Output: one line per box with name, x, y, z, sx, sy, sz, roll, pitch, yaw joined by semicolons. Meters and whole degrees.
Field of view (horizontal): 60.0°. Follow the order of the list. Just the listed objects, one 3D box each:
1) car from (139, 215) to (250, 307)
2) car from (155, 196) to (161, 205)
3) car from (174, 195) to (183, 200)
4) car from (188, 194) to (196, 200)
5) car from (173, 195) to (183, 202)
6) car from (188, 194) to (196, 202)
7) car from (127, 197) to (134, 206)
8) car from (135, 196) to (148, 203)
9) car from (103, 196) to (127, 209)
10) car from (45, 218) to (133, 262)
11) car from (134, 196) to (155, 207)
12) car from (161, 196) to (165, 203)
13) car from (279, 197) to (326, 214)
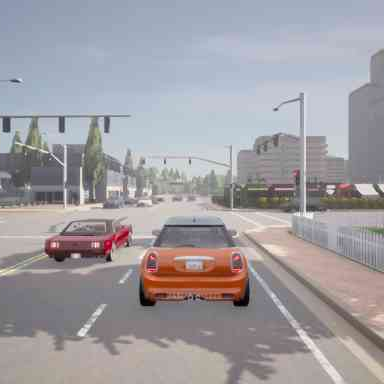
car;0.059;1.352;8.167;2.097;1.767;4.553;0;0;0
car;-7.107;1.502;59.328;1.837;1.490;4.892;0;1;0
car;-3.552;1.425;87.774;1.994;1.385;4.181;0;0;0
car;-0.052;1.398;87.778;2.128;1.511;4.902;0;0;0
car;-3.546;1.513;77.820;1.812;1.442;4.674;0;0;0
car;-0.046;1.531;77.503;2.033;1.411;5.357;0;0;0
car;-10.618;1.564;55.920;1.994;1.385;4.181;0;0;0
car;-10.541;1.553;69.941;1.994;1.385;4.181;0;0;0
car;-10.620;1.352;45.192;2.097;1.767;4.553;0;0;0
car;-3.423;1.601;12.061;1.895;1.301;4.718;0;0;0
car;-7.115;1.526;50.226;1.812;1.442;4.674;0;0;0
car;-7.042;1.595;71.897;1.895;1.301;4.718;0;0;0
car;11.495;1.352;34.835;4.553;1.767;2.097;0;0;-1
